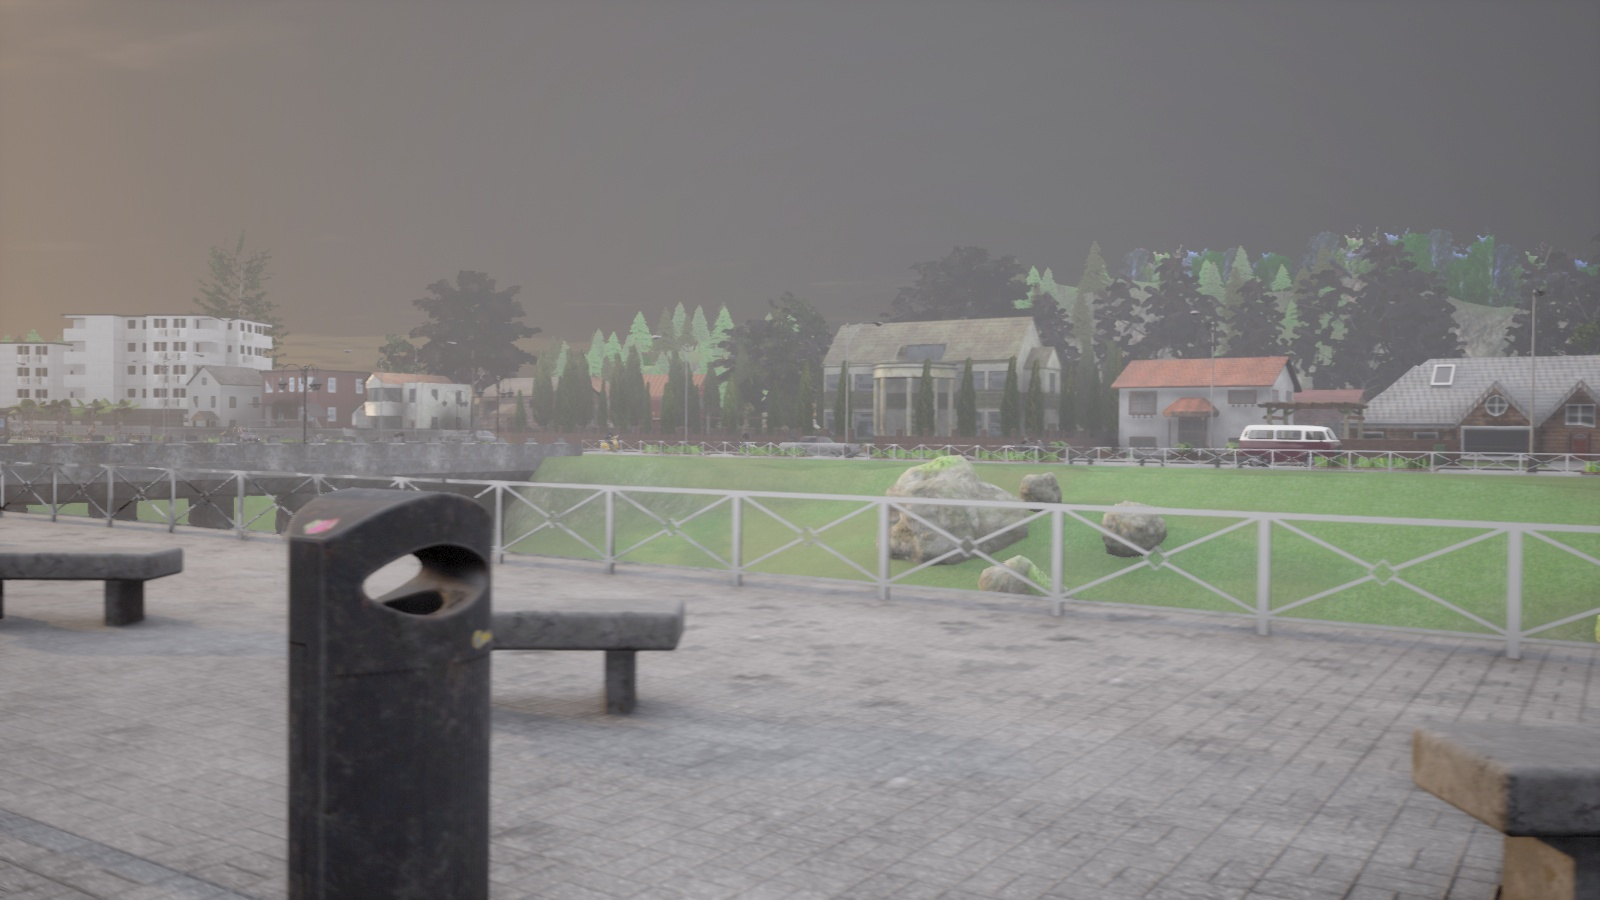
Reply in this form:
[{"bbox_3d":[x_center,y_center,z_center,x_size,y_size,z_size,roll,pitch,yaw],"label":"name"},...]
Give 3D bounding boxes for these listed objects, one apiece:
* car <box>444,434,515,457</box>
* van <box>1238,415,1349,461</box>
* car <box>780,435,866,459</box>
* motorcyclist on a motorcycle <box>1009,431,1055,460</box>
[{"bbox_3d":[-22.584,-0.315,88.460,4.902,1.511,2.128,0,1,34],"label":"car"},{"bbox_3d":[22.874,-0.547,58.242,4.480,2.038,2.069,0,1,34],"label":"van"},{"bbox_3d":[1.317,-0.171,72.577,4.718,1.301,1.895,0,1,34],"label":"car"},{"bbox_3d":[12.094,-0.236,65.413,2.191,1.530,0.866,0,1,34],"label":"motorcyclist on a motorcycle"}]
